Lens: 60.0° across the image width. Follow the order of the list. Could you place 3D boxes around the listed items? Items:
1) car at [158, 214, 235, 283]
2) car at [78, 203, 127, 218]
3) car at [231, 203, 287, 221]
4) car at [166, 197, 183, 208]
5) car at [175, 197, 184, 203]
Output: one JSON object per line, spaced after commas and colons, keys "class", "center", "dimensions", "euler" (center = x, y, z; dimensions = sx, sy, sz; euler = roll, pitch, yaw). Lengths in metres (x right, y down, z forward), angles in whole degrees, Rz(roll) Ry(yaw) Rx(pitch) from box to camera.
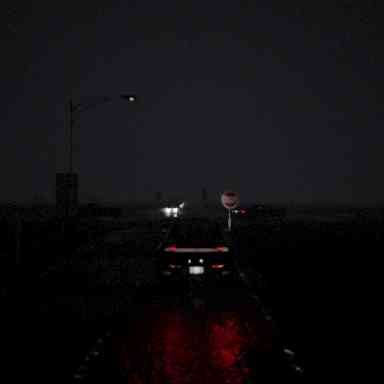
{"class": "car", "center": [0.101, 1.517, 9.773], "dimensions": [2.128, 1.511, 4.902], "euler": [0, 0, 0]}
{"class": "car", "center": [-8.462, 1.675, 30.523], "dimensions": [4.718, 1.301, 1.895], "euler": [0, 0, 0]}
{"class": "car", "center": [5.889, 1.675, 29.025], "dimensions": [5.357, 1.411, 2.033], "euler": [1, 0, -33]}
{"class": "car", "center": [-2.883, 1.648, 51.348], "dimensions": [2.128, 1.511, 4.902], "euler": [0, 0, 1]}
{"class": "car", "center": [-2.838, 1.772, 75.569], "dimensions": [1.812, 1.442, 4.674], "euler": [0, 0, 0]}
